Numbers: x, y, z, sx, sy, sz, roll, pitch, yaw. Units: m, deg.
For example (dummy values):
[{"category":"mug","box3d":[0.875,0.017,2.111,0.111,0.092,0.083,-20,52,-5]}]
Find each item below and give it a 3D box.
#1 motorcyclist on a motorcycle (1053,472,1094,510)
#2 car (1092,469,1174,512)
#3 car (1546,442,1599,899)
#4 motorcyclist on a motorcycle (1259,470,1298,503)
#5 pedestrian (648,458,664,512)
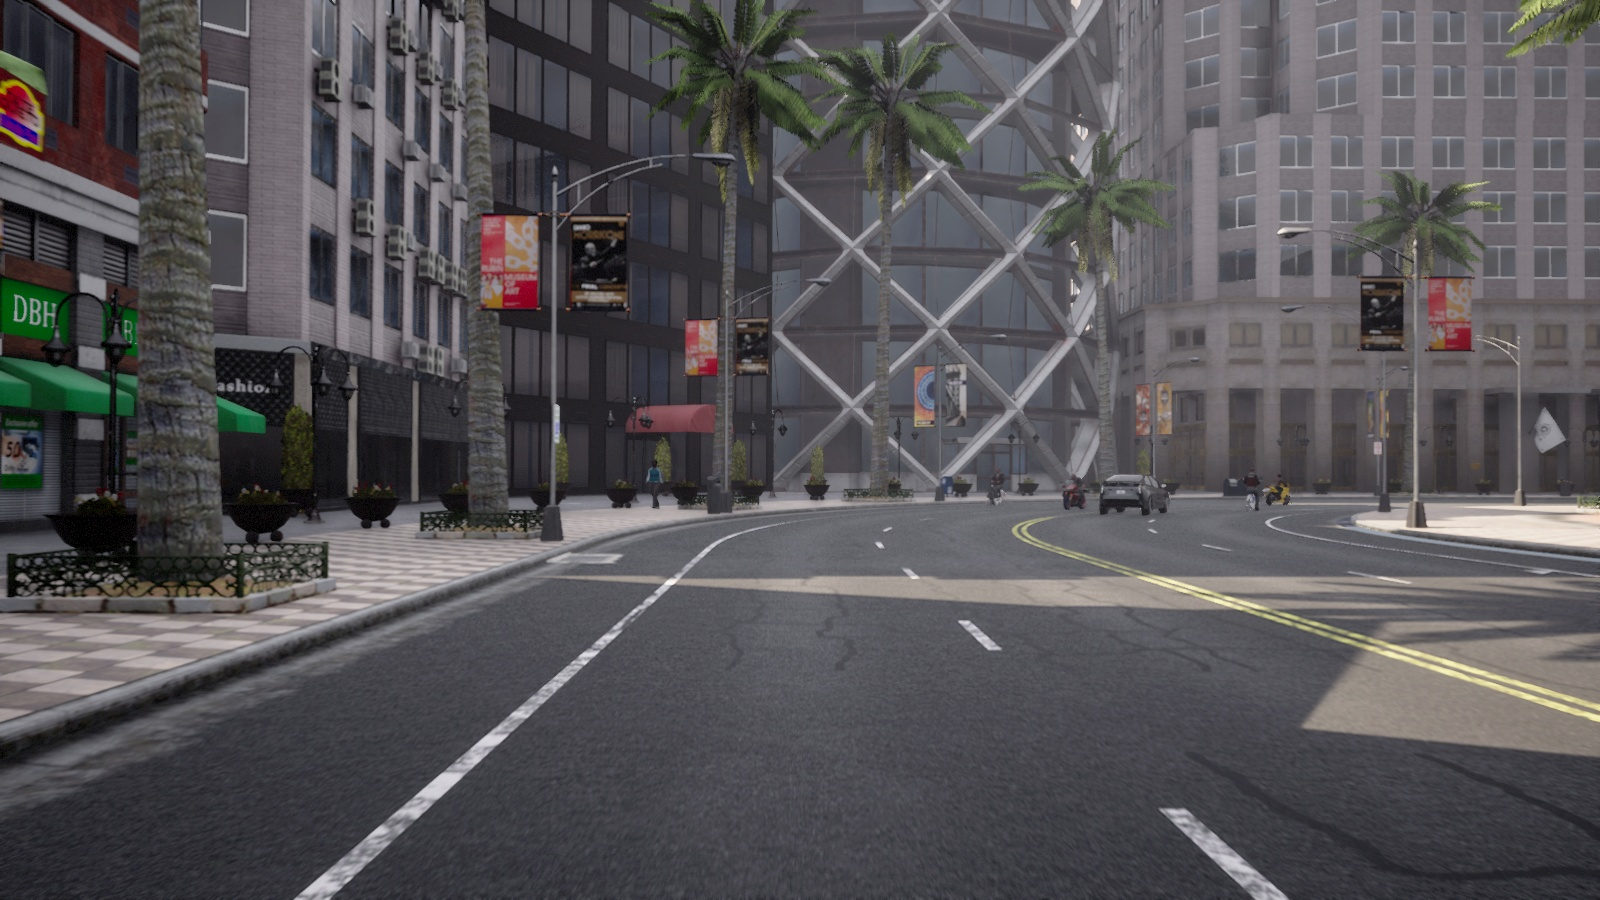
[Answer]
[{"category":"motorcyclist on a motorcycle","box3d":[11.332,1.673,51.998,0.866,1.530,2.191,-1,-1,34]},{"category":"car","box3d":[12.571,1.500,47.234,2.007,1.525,4.514,-1,-1,27]},{"category":"car","box3d":[3.495,0.759,1.716,2.033,1.649,4.856,0,-1,0]},{"category":"motorcyclist on a motorcycle","box3d":[22.530,1.693,59.086,2.044,1.523,0.797,1,-1,-38]},{"category":"pedestrian","box3d":[-5.180,1.247,45.193,0.396,1.930,0.692,0,-1,11]}]
